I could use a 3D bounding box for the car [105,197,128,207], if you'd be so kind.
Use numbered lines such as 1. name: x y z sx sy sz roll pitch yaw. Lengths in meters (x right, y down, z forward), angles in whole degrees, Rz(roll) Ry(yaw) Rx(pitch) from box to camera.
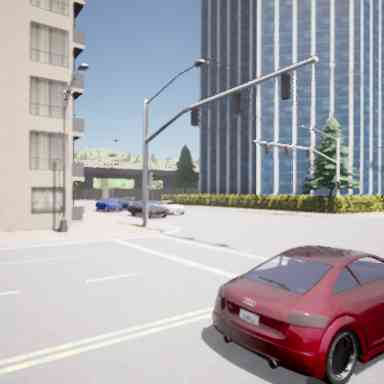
1. car: -12.700 1.595 55.729 2.128 1.511 4.902 0 0 -36

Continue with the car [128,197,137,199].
1. car: -7.644 1.437 42.070 2.097 1.767 4.553 0 0 -35

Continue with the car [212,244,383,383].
1. car: 2.373 1.588 5.450 4.181 1.385 1.994 0 0 -35

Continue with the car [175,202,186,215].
1. car: -2.505 1.610 34.716 1.812 1.442 4.674 0 0 -35

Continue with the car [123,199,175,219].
1. car: -4.100 1.615 30.850 2.033 1.411 5.357 0 0 -35

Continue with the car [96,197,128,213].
1. car: -9.706 1.546 38.900 1.882 1.535 5.008 0 0 -35
